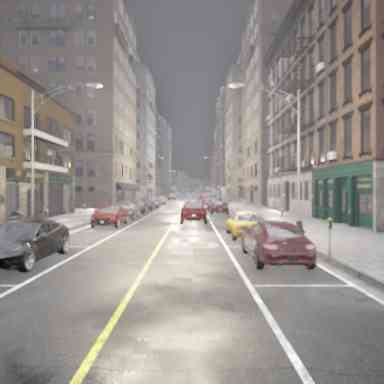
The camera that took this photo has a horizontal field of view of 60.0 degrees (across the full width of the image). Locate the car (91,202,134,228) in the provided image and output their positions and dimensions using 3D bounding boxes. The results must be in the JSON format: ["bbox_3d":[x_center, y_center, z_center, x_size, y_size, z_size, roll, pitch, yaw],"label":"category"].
[{"bbox_3d":[-5.368,1.538,22.111,1.887,1.381,4.507,0,0,0],"label":"car"}]

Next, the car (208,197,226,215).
[{"bbox_3d":[2.668,1.533,33.469,1.887,1.381,4.507,0,0,0],"label":"car"}]

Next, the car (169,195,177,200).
[{"bbox_3d":[-5.330,1.526,94.268,1.947,1.339,4.313,0,0,0],"label":"car"}]

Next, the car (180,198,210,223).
[{"bbox_3d":[0.123,1.470,25.307,1.882,1.535,5.008,0,0,0],"label":"car"}]

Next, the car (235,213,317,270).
[{"bbox_3d":[2.647,1.579,10.739,1.802,1.307,4.206,0,0,0],"label":"car"}]

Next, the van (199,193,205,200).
[{"bbox_3d":[2.778,1.301,94.261,1.690,1.788,3.998,0,0,0],"label":"van"}]

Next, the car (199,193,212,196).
[{"bbox_3d":[2.689,1.294,56.198,2.192,1.841,5.009,0,0,0],"label":"car"}]

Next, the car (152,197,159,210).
[{"bbox_3d":[-5.352,1.553,39.158,1.947,1.339,4.313,0,0,0],"label":"car"}]

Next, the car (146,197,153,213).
[{"bbox_3d":[-5.357,1.534,33.476,1.887,1.381,4.507,0,0,0],"label":"car"}]

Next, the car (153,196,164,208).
[{"bbox_3d":[-5.347,1.425,44.840,1.967,1.590,4.097,0,0,0],"label":"car"}]

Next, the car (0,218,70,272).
[{"bbox_3d":[-5.378,1.563,10.746,1.947,1.339,4.313,0,0,0],"label":"car"}]

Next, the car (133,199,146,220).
[{"bbox_3d":[-5.362,1.542,27.793,2.008,1.369,4.403,0,0,0],"label":"car"}]

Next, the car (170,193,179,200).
[{"bbox_3d":[-5.337,1.278,88.764,2.192,1.841,5.009,0,0,0],"label":"car"}]

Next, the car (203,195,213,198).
[{"bbox_3d":[2.673,1.427,39.151,1.967,1.590,4.097,0,0,0],"label":"car"}]

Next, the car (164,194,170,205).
[{"bbox_3d":[-5.336,1.419,56.205,1.967,1.590,4.097,0,0,0],"label":"car"}]

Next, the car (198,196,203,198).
[{"bbox_3d":[0.139,1.586,42.642,1.895,1.301,4.718,0,0,0],"label":"car"}]

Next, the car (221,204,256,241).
[{"bbox_3d":[2.652,1.520,16.592,1.752,1.417,4.829,0,0,0],"label":"car"}]

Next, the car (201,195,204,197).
[{"bbox_3d":[2.684,1.532,50.516,2.008,1.369,4.403,0,0,0],"label":"car"}]
